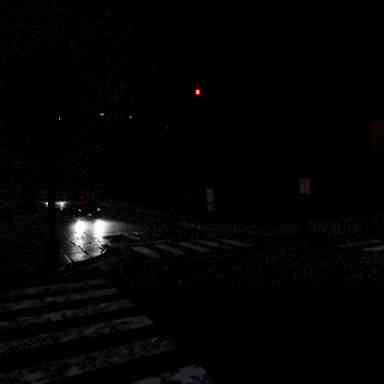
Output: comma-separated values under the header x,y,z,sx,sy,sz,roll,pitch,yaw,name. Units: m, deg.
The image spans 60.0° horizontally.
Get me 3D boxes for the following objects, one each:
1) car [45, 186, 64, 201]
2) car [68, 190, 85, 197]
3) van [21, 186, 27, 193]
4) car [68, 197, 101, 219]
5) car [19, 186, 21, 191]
x,y,z,sx,sy,sz,roll,pitch,yaw,name
-20.434,0.138,49.312,2.150,2.045,5.566,-1,3,-28,car
-17.062,0.469,48.976,1.837,1.490,4.892,-1,3,-28,car
-34.566,-0.386,70.113,1.690,1.788,3.998,1,1,-28,van
-8.983,1.409,27.781,1.895,1.301,4.718,-1,2,-28,car
-36.147,-0.245,73.037,2.008,1.369,4.403,1,1,-28,car
